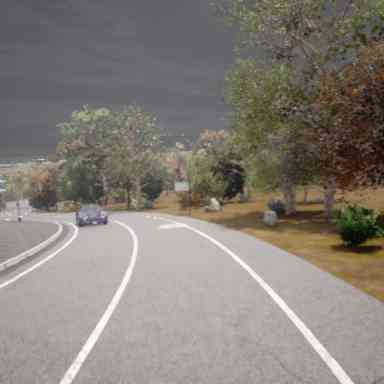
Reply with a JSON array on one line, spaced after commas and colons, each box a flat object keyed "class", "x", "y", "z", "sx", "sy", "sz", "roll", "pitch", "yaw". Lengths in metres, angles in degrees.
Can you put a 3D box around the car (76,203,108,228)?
[{"class": "car", "x": -8.063, "y": 1.754, "z": 26.571, "sx": 2.097, "sy": 1.767, "sz": 4.553, "roll": -5, "pitch": 0, "yaw": -23}]
